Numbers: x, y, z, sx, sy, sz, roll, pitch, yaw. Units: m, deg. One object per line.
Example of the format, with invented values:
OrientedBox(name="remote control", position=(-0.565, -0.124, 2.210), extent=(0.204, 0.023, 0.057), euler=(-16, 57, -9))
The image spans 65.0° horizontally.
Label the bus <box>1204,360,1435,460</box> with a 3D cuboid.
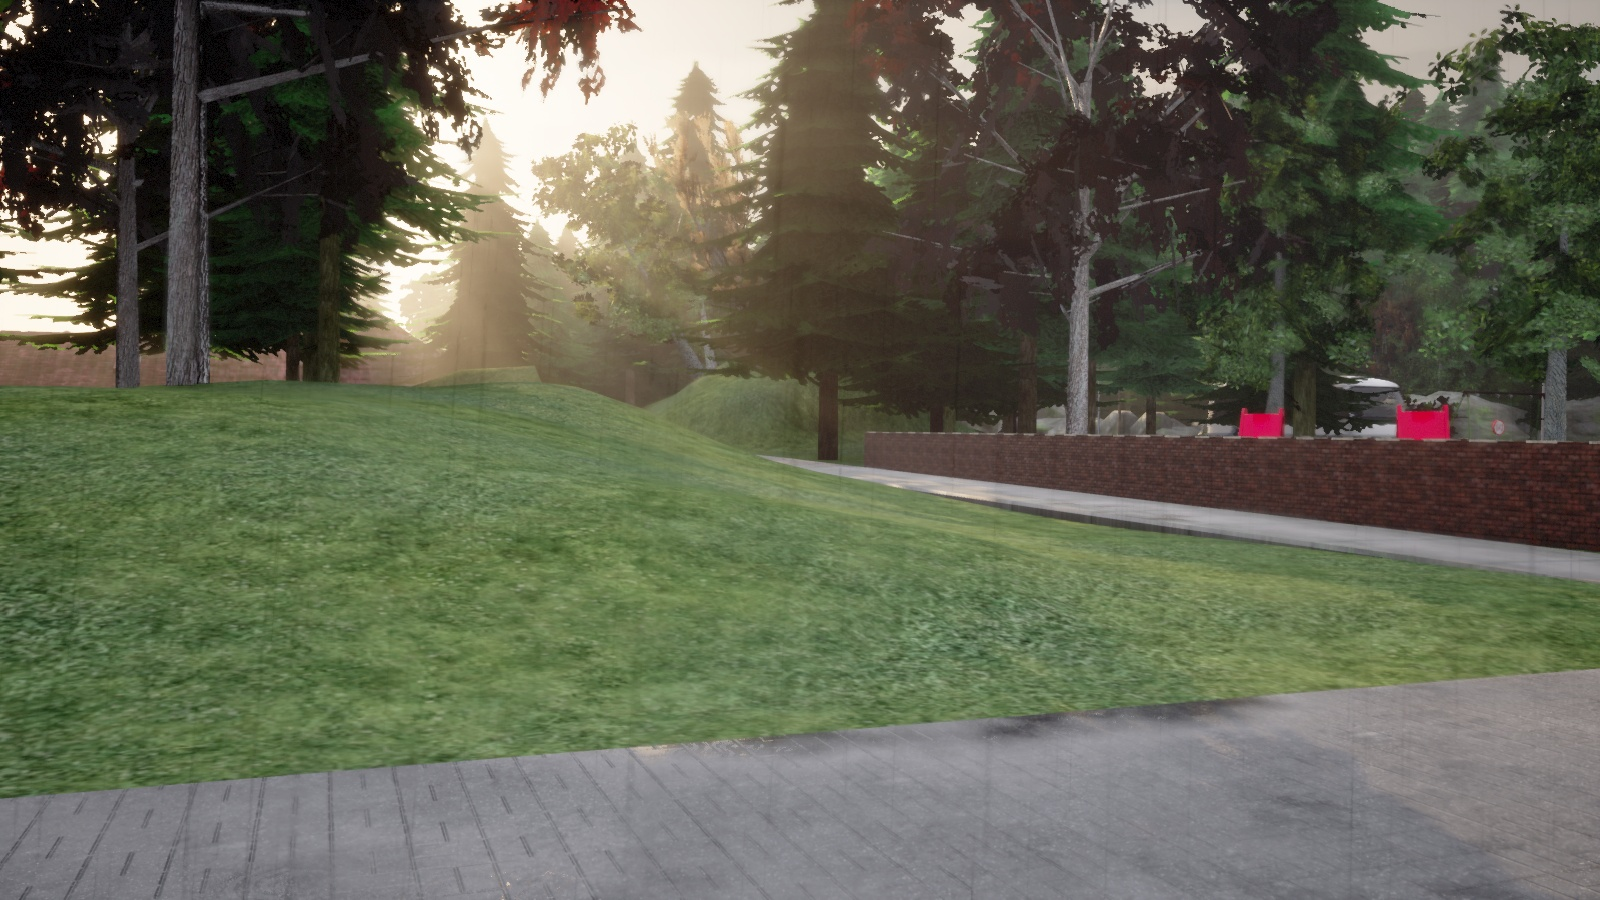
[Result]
OrientedBox(name="bus", position=(23.819, -1.787, 58.434), extent=(3.944, 4.253, 10.273), euler=(-1, 1, -21))
